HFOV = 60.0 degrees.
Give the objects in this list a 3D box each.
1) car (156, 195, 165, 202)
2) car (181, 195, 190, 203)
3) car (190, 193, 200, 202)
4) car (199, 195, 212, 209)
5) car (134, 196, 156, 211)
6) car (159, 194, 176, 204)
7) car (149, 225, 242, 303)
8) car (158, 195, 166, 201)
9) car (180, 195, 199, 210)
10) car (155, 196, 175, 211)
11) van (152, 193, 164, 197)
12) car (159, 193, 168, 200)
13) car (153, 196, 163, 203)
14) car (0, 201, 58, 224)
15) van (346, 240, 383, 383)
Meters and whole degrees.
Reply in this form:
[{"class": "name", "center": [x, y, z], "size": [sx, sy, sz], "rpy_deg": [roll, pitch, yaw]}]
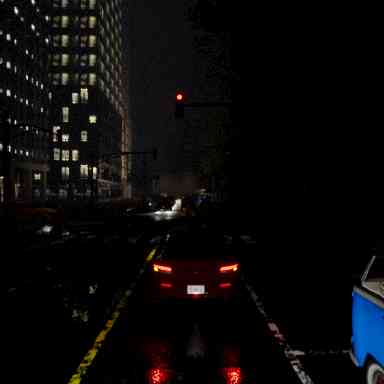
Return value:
[{"class": "car", "center": [-7.302, 1.501, 78.544], "size": [1.887, 1.381, 4.507], "rpy_deg": [0, 0, -2]}, {"class": "car", "center": [-1.515, 1.466, 72.073], "size": [1.837, 1.490, 4.892], "rpy_deg": [0, 0, -2]}, {"class": "car", "center": [0.714, 1.271, 78.921], "size": [2.192, 1.841, 5.009], "rpy_deg": [0, 0, -3]}, {"class": "car", "center": [1.884, 1.510, 45.837], "size": [1.752, 1.417, 4.829], "rpy_deg": [0, 0, -2]}, {"class": "car", "center": [-5.845, 1.539, 39.744], "size": [2.008, 1.369, 4.403], "rpy_deg": [0, 0, -1]}, {"class": "car", "center": [-3.665, 1.486, 50.442], "size": [1.837, 1.490, 4.892], "rpy_deg": [0, 0, -1]}, {"class": "car", "center": [0.051, 1.525, 8.056], "size": [1.812, 1.442, 4.674], "rpy_deg": [0, 0, 0]}, {"class": "car", "center": [-7.555, 1.533, 84.089], "size": [1.802, 1.307, 4.206], "rpy_deg": [0, 0, -3]}, {"class": "car", "center": [-0.542, 1.477, 43.437], "size": [2.128, 1.511, 4.902], "rpy_deg": [0, 0, -1]}, {"class": "car", "center": [-3.420, 1.552, 40.407], "size": [1.994, 1.385, 4.181], "rpy_deg": [0, 0, -3]}, {"class": "van", "center": [-6.645, 1.314, 61.915], "size": [1.690, 1.788, 3.998], "rpy_deg": [0, 0, -2]}, {"class": "car", "center": [-8.106, 1.252, 95.169], "size": [2.192, 1.841, 5.009], "rpy_deg": [0, 0, -3]}, {"class": "car", "center": [-6.848, 1.513, 67.458], "size": [1.887, 1.381, 4.507], "rpy_deg": [0, 0, -2]}, {"class": "car", "center": [-11.842, 1.360, 22.860], "size": [5.008, 1.535, 1.882], "rpy_deg": [1, 0, -2]}, {"class": "van", "center": [2.558, 1.341, 2.122], "size": [1.690, 1.788, 3.998], "rpy_deg": [0, 0, 0]}]
